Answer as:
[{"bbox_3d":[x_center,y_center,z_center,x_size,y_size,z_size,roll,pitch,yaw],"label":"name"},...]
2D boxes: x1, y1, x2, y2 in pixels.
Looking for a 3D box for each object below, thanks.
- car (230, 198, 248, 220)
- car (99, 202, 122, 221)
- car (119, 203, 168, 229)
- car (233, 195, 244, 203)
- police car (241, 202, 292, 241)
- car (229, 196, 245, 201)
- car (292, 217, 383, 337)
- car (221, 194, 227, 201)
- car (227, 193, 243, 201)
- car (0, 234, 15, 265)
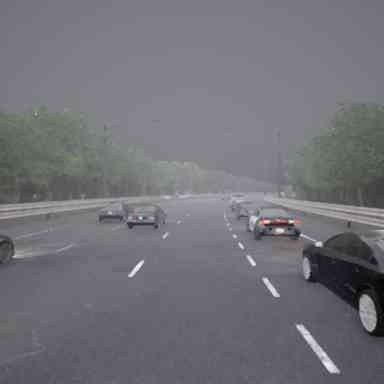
[{"bbox_3d":[4.518,1.504,27.430,2.033,1.411,5.357,0,0,4],"label":"car"},{"bbox_3d":[-5.923,1.515,26.577,1.994,1.385,4.181,0,0,4],"label":"car"},{"bbox_3d":[-2.763,1.509,21.254,2.033,1.411,5.357,0,0,3],"label":"car"},{"bbox_3d":[9.820,1.465,69.780,2.033,1.411,5.357,0,0,10],"label":"car"},{"bbox_3d":[3.897,1.479,16.773,2.038,1.542,4.974,0,0,3],"label":"police car"},{"bbox_3d":[5.421,1.468,38.067,1.812,1.442,4.674,0,0,6],"label":"car"},{"bbox_3d":[3.711,1.469,6.631,1.882,1.535,5.008,0,0,1],"label":"car"},{"bbox_3d":[8.147,1.342,80.119,2.128,1.511,4.902,0,0,12],"label":"car"},{"bbox_3d":[6.611,1.153,48.705,2.150,2.045,5.566,0,0,7],"label":"car"},{"bbox_3d":[-6.735,1.542,9.027,1.994,1.385,4.181,0,0,1],"label":"car"}]
